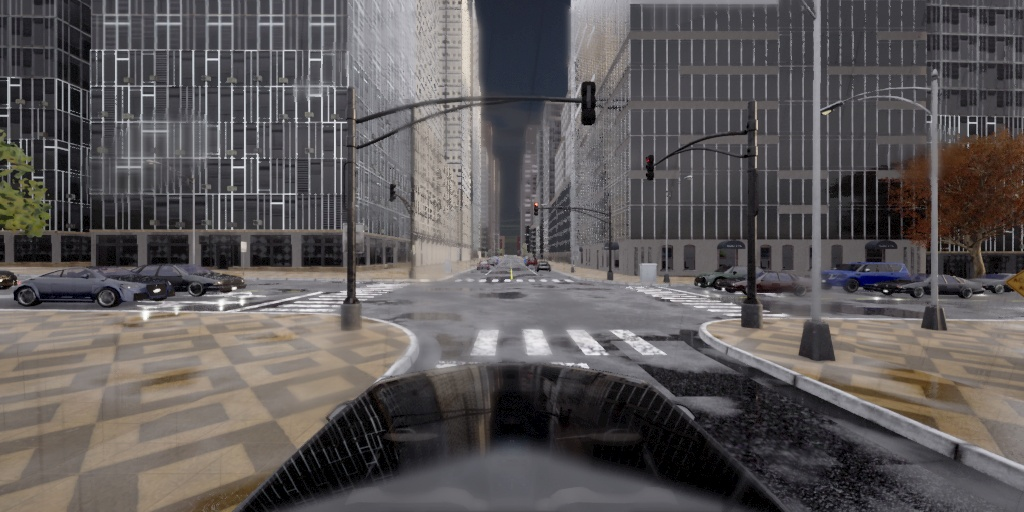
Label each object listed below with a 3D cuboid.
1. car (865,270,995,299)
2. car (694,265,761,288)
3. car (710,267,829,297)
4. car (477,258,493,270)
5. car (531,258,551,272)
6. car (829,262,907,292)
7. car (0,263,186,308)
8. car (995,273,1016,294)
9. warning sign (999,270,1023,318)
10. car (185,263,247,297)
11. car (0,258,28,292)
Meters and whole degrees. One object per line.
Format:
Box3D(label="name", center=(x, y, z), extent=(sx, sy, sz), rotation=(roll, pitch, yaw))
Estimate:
Box3D(label="car", center=(25.181, 1.775, 21.721), extent=(5.357, 1.411, 2.033), rotation=(1, 0, -3))
Box3D(label="car", center=(14.990, 1.396, 24.498), extent=(4.553, 1.767, 2.097), rotation=(1, 0, -3))
Box3D(label="car", center=(15.122, 1.595, 21.250), extent=(5.357, 1.411, 2.033), rotation=(1, 0, -3))
Box3D(label="car", center=(-4.043, 1.342, 51.180), extent=(1.802, 1.307, 4.207), rotation=(0, 0, 0))
Box3D(label="car", center=(3.912, 1.329, 45.690), extent=(1.948, 1.339, 4.313), rotation=(0, 0, 0))
Box3D(label="car", center=(24.333, 1.433, 24.933), extent=(5.566, 2.045, 2.150), rotation=(1, 0, -3))
Box3D(label="car", center=(-15.083, 1.063, 13.133), extent=(4.181, 1.385, 1.994), rotation=(1, 0, -3))
Box3D(label="car", center=(34.886, 1.948, 25.423), extent=(5.357, 1.411, 2.033), rotation=(1, 0, -2))
Box3D(label="warning sign", center=(17.271, 1.204, 11.892), extent=(1.060, 1.860, 1.300), rotation=(0, 0, -3))
Box3D(label="car", center=(-15.357, 1.040, 16.408), extent=(5.357, 1.411, 2.033), rotation=(1, 0, 0))
Box3D(label="car", center=(-25.279, 0.816, 15.914), extent=(4.892, 1.490, 1.837), rotation=(1, 0, -3))
